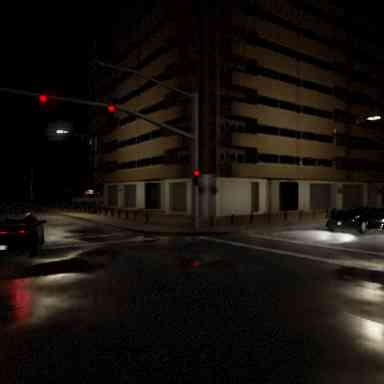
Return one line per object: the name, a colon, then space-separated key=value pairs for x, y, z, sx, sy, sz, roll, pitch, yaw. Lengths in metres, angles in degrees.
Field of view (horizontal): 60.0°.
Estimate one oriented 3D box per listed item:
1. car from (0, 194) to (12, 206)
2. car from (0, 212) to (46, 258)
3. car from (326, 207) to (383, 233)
car: x=-31.275 y=1.284 z=55.019 sx=2.150 sy=2.045 sz=5.566 roll=0 pitch=0 yaw=-35
car: x=-6.692 y=1.509 z=12.509 sx=2.128 sy=1.511 sz=4.902 roll=0 pitch=-1 yaw=-21
car: x=9.754 y=1.554 z=19.465 sx=4.181 sy=1.385 sz=1.994 roll=0 pitch=0 yaw=-35
